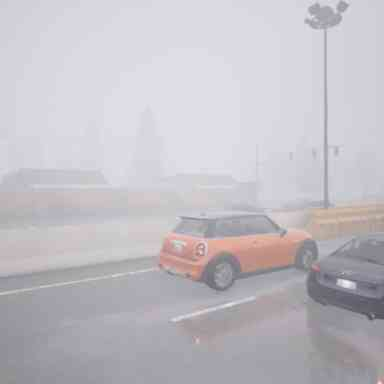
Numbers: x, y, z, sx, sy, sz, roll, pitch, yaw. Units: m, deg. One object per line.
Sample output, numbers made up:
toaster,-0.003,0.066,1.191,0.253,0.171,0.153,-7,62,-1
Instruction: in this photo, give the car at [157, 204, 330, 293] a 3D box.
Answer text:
car,1.406,1.310,9.048,4.553,1.767,2.097,-1,0,-35

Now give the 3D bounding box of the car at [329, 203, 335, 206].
car,8.046,1.356,22.600,4.902,1.511,2.128,0,0,-35

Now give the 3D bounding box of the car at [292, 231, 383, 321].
car,4.242,1.513,6.772,4.181,1.385,1.994,0,0,-35
